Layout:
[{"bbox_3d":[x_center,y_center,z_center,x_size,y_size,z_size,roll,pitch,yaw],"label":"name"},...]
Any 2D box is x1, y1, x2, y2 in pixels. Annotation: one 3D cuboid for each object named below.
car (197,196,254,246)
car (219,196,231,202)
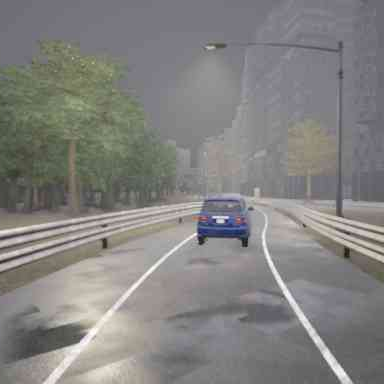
[{"bbox_3d":[1.648,1.247,15.668,2.150,2.045,5.566,0,0,11],"label":"car"},{"bbox_3d":[7.557,1.541,77.234,1.895,1.301,4.718,0,0,-6],"label":"car"}]
